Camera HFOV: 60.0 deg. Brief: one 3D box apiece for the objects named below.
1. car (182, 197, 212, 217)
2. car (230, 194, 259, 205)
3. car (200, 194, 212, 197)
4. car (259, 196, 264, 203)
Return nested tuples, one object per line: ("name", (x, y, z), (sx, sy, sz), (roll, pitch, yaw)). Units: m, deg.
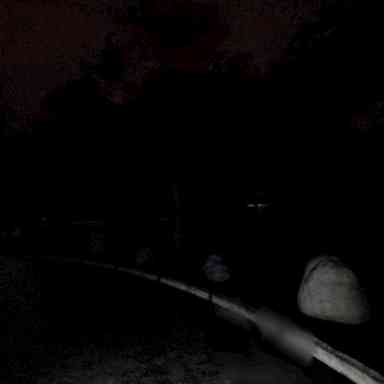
("car", (0.522, 1.582, 32.669), (4.902, 1.511, 2.128), (-2, -1, -37))
("car", (7.683, 1.145, 50.481), (1.994, 1.385, 4.181), (-1, 1, -29))
("car", (1.770, 0.818, 64.766), (1.882, 1.535, 5.008), (0, 1, -35))
("car", (9.616, 1.063, 53.604), (1.812, 1.442, 4.674), (0, 0, -33))
